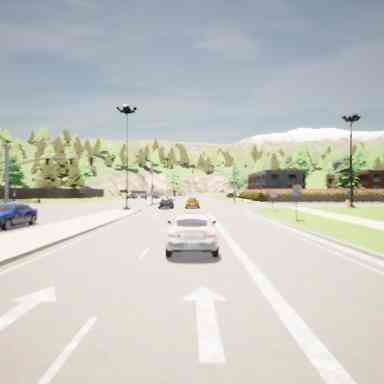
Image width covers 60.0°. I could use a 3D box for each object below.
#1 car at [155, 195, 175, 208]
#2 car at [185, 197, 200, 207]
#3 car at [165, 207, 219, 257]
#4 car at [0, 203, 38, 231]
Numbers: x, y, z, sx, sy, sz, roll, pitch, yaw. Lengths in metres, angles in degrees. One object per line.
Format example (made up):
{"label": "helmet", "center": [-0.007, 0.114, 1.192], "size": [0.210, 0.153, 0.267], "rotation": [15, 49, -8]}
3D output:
{"label": "car", "center": [-3.431, 1.453, 45.975], "size": [2.128, 1.511, 4.902], "rotation": [0, 0, 0]}
{"label": "car", "center": [0.074, 1.435, 47.222], "size": [1.882, 1.535, 5.008], "rotation": [0, 0, 0]}
{"label": "car", "center": [0.000, 1.514, 12.732], "size": [1.812, 1.442, 4.674], "rotation": [0, 0, 0]}
{"label": "car", "center": [-11.523, 1.460, 20.876], "size": [1.882, 1.535, 5.008], "rotation": [0, 0, 1]}
